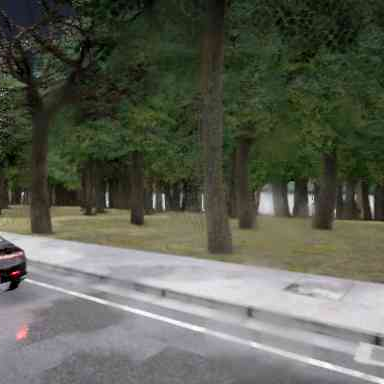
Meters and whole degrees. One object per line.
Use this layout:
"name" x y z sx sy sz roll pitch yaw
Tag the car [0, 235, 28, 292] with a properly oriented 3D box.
"car" -5.804 1.520 7.812 4.902 1.511 2.128 0 0 35
